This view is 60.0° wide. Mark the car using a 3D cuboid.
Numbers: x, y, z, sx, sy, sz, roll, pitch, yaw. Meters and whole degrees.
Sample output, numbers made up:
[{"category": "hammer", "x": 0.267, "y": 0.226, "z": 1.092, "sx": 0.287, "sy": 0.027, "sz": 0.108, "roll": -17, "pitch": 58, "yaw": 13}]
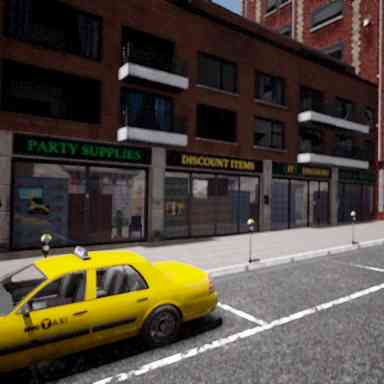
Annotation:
[{"category": "car", "x": -1.845, "y": 1.519, "z": 4.754, "sx": 4.829, "sy": 1.417, "sz": 1.752, "roll": 0, "pitch": 2, "yaw": -35}]
